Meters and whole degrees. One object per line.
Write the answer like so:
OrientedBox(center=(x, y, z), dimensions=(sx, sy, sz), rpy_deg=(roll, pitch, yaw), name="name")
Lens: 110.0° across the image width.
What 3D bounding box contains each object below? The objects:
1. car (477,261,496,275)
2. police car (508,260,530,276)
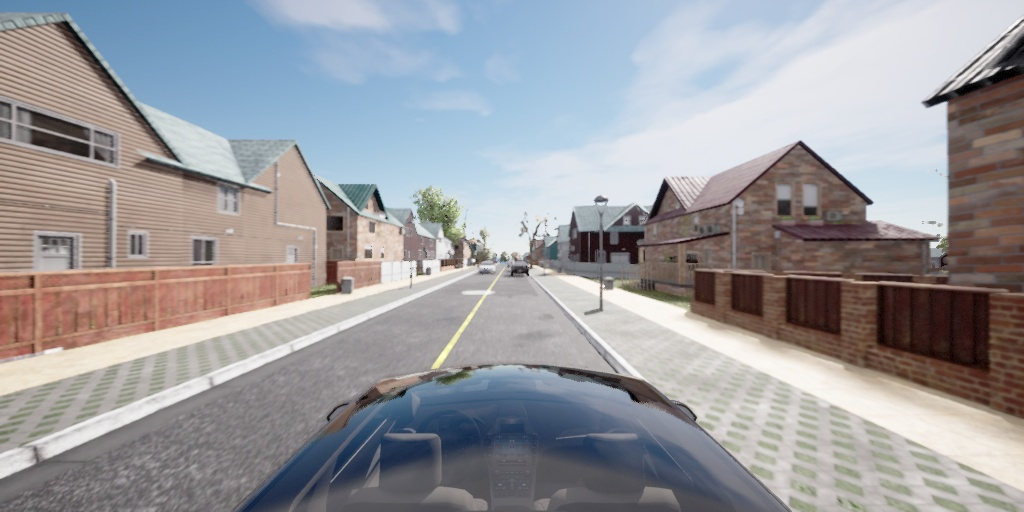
OrientedBox(center=(-2.840, 1.364, 41.475), dimensions=(1.812, 1.442, 4.674), rpy_deg=(0, 0, 0), name="car")
OrientedBox(center=(0.819, 1.252, 37.892), dimensions=(1.930, 1.638, 5.238), rpy_deg=(0, 0, 0), name="police car")
